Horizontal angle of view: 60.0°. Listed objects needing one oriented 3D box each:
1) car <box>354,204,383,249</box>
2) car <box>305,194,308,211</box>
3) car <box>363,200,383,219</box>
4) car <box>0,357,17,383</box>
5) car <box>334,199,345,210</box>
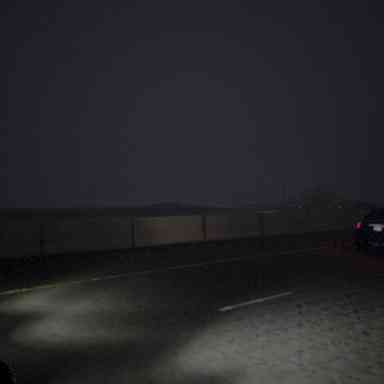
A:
[{"bbox_3d":[8.590,1.368,13.203,4.553,1.767,2.097,0,0,-31],"label":"car"},{"bbox_3d":[14.358,1.241,40.139,5.566,2.045,2.150,0,0,-25],"label":"car"},{"bbox_3d":[18.205,1.527,30.333,4.902,1.511,2.128,0,0,-25],"label":"car"},{"bbox_3d":[-3.365,1.482,1.259,4.902,1.511,2.128,0,0,-36],"label":"car"},{"bbox_3d":[17.076,1.632,33.690,4.718,1.301,1.895,0,0,-25],"label":"car"}]
